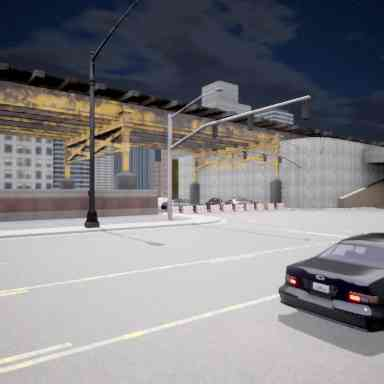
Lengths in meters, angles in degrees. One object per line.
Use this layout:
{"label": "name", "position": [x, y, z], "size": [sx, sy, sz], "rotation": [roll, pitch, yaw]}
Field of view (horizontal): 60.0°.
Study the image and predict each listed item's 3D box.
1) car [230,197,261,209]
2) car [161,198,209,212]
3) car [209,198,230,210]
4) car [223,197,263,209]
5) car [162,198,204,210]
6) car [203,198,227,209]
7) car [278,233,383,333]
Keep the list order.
{"label": "car", "position": [6.675, 1.329, 44.250], "size": [4.536, 1.218, 1.853], "rotation": [0, 0, -7]}
{"label": "car", "position": [-0.929, 1.476, 37.811], "size": [4.974, 1.542, 2.038], "rotation": [0, 0, 8]}
{"label": "car", "position": [2.816, 1.481, 40.497], "size": [2.038, 1.542, 4.974], "rotation": [0, 0, 18]}
{"label": "car", "position": [6.726, 1.487, 44.257], "size": [4.974, 1.542, 2.038], "rotation": [0, 0, -7]}
{"label": "car", "position": [-0.980, 1.318, 37.818], "size": [4.536, 1.218, 1.853], "rotation": [0, 0, 8]}
{"label": "car", "position": [2.832, 1.323, 40.546], "size": [1.853, 1.218, 4.536], "rotation": [0, 0, 18]}
{"label": "car", "position": [4.081, 1.555, 6.689], "size": [5.357, 1.411, 2.033], "rotation": [0, 0, -35]}
